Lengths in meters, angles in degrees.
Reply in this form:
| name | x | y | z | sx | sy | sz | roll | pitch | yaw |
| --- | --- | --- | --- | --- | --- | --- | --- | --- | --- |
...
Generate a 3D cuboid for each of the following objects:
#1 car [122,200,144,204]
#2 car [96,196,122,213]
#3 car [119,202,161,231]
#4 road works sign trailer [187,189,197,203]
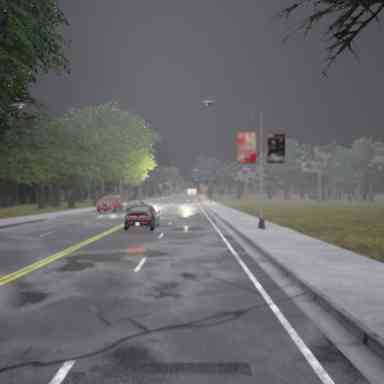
| name | x | y | z | sx | sy | sz | roll | pitch | yaw |
| --- | --- | --- | --- | --- | --- | --- | --- | --- | --- |
| car | -6.690 | 1.700 | 39.989 | 1.882 | 1.535 | 5.008 | 0 | 0 | 0 |
| car | -9.940 | 1.448 | 40.516 | 2.150 | 2.045 | 5.566 | 0 | 0 | 0 |
| car | -3.190 | 1.623 | 21.818 | 1.837 | 1.490 | 4.892 | 0 | 0 | 0 |
| road works sign trailer | -0.020 | 0.937 | 82.547 | 2.380 | 3.560 | 2.880 | 0 | 0 | 0 |
